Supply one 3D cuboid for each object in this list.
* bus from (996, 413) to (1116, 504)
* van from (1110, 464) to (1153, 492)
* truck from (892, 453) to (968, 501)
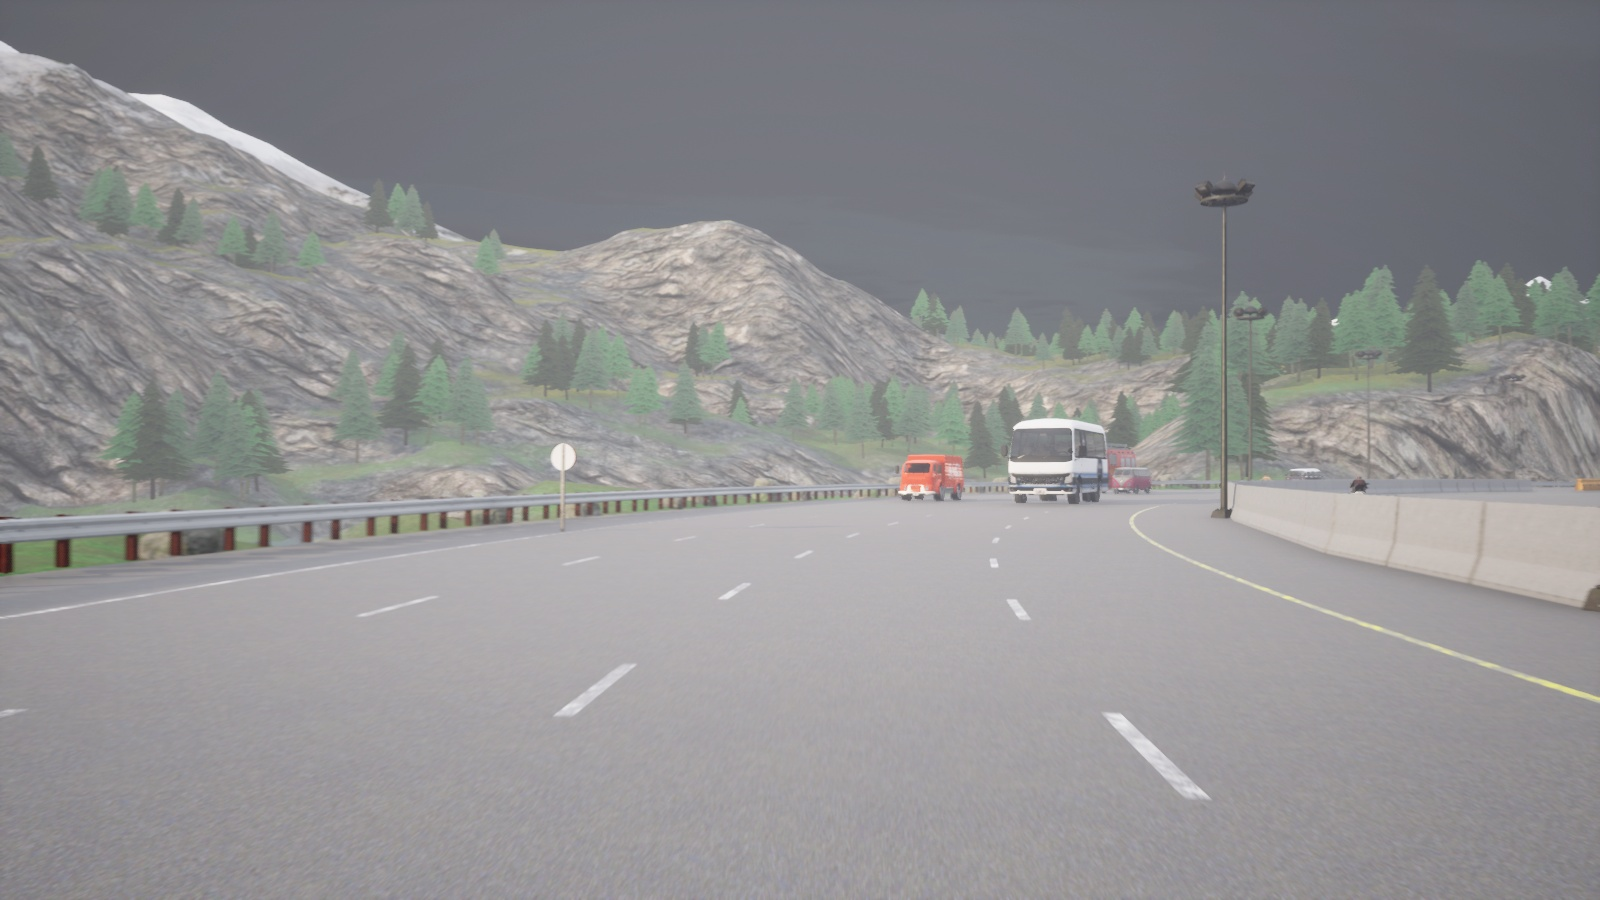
[{"bbox_3d":[13.293,0.490,64.312,3.944,4.253,10.273,-1,-1,23],"label":"bus"},{"bbox_3d":[24.518,2.075,92.744,1.775,1.987,4.442,-1,-1,33],"label":"van"},{"bbox_3d":[7.040,1.441,67.418,2.627,2.467,5.204,-1,-1,23],"label":"truck"}]
